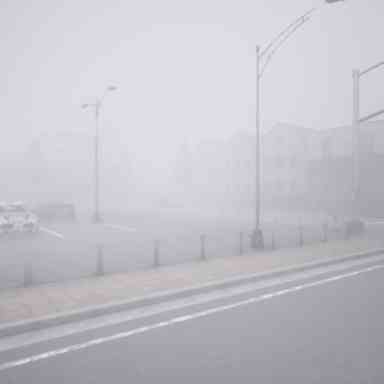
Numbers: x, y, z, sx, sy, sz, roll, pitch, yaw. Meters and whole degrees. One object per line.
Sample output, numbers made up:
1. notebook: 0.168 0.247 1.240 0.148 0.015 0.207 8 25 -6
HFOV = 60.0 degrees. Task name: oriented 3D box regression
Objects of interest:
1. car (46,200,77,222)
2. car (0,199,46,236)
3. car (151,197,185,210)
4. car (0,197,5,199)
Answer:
1. car: -9.579 1.316 23.490 2.007 1.523 4.514 0 0 -36
2. car: -8.469 1.248 15.625 1.970 1.475 3.806 0 0 -36
3. car: -3.060 1.380 40.814 2.033 1.411 5.357 0 0 -35
4. car: -41.982 1.331 71.057 3.866 1.878 1.905 0 0 -36
